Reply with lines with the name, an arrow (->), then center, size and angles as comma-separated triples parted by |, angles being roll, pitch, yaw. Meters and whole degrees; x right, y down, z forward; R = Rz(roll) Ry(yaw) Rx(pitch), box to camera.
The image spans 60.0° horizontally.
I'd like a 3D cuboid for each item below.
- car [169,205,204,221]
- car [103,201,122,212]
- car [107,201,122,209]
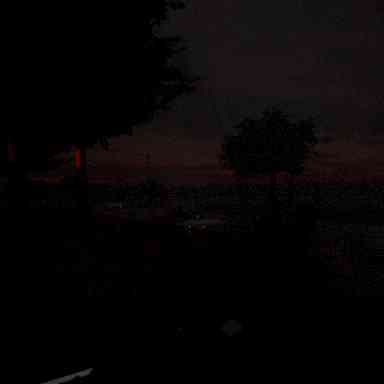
car -> -0.668, 1.973, 32.364 | 1.812, 1.442, 4.674 | -2, 0, -31
car -> -12.969, 2.301, 53.811 | 1.882, 1.535, 5.008 | -2, 0, -28
car -> -15.559, 2.543, 66.508 | 1.895, 1.301, 4.718 | -2, 0, -27
